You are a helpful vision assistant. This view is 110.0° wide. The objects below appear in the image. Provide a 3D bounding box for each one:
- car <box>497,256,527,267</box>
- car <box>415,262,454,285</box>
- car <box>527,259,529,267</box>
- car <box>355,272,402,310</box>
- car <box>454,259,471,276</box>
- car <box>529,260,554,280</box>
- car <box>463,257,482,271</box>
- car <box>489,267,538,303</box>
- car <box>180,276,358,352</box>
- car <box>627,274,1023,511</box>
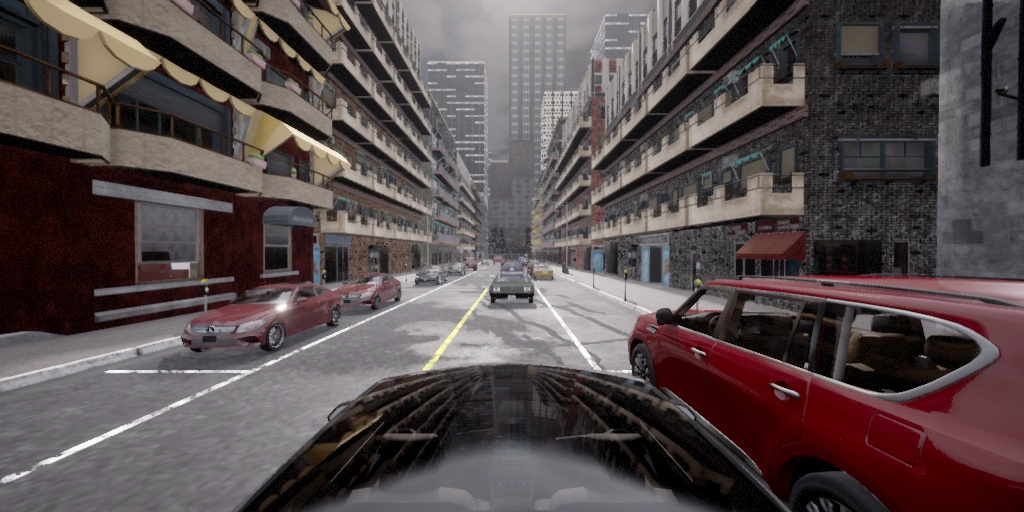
[{"bbox_3d":[0.000,1.109,31.473,2.097,1.767,4.553,0,0,0],"label":"car"},{"bbox_3d":[-5.691,1.294,25.651,2.007,1.370,4.403,0,0,0],"label":"car"},{"bbox_3d":[2.689,1.307,36.825,1.948,1.339,4.313,0,0,0],"label":"car"},{"bbox_3d":[-5.692,1.328,14.446,1.802,1.307,4.207,0,0,0],"label":"car"},{"bbox_3d":[-5.691,1.292,36.854,2.007,1.370,4.403,0,0,0],"label":"car"},{"bbox_3d":[2.689,1.268,31.393,1.751,1.417,4.829,0,0,0],"label":"car"},{"bbox_3d":[-5.691,1.054,48.058,2.192,1.841,5.009,0,0,0],"label":"car"},{"bbox_3d":[0.000,1.363,16.531,1.895,1.301,4.718,0,0,0],"label":"car"},{"bbox_3d":[-5.692,1.329,8.844,1.802,1.307,4.207,0,0,0],"label":"car"},{"bbox_3d":[2.689,1.063,3.214,2.192,1.841,5.009,0,0,0],"label":"car"}]
